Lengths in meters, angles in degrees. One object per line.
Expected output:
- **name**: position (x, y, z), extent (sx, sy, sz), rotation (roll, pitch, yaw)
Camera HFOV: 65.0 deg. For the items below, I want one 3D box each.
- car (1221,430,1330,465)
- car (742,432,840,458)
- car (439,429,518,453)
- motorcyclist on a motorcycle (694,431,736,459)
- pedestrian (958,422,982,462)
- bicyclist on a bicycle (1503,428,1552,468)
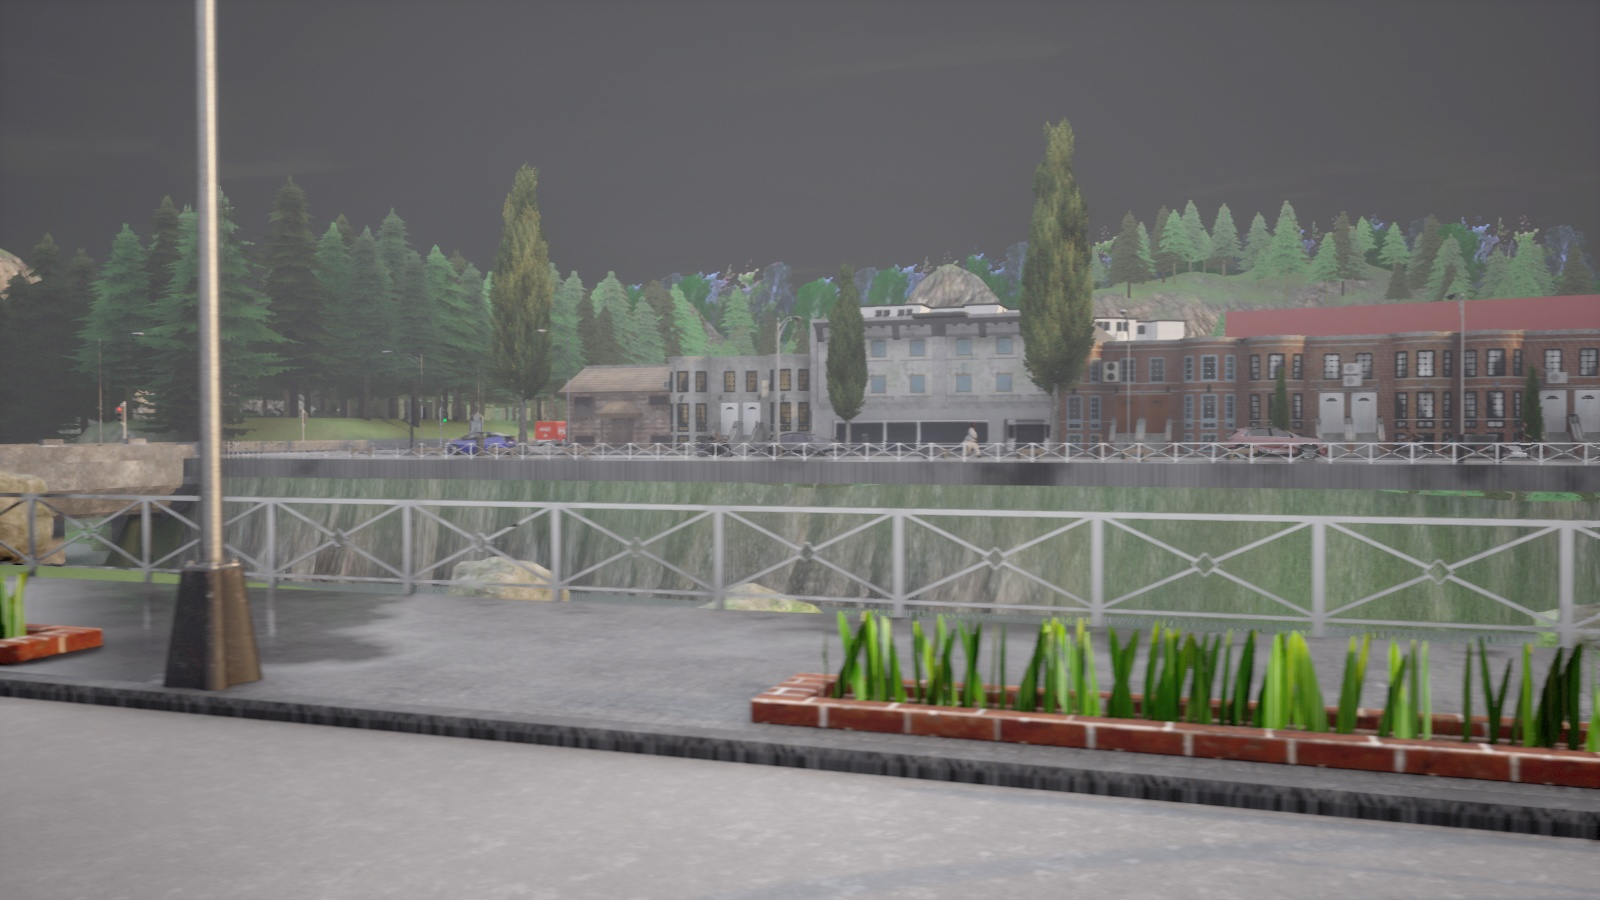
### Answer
- **car**: position (23.031, -0.139, 60.996), extent (4.856, 1.649, 2.033), rotation (1, 1, 19)
- **car**: position (-0.506, -0.308, 73.404), extent (5.357, 1.411, 2.033), rotation (1, 1, 19)
- **car**: position (-20.588, -0.595, 80.375), extent (4.514, 1.525, 2.007), rotation (1, 1, 19)
- **motorcyclist on a motorcycle**: position (-4.774, -0.292, 70.652), extent (2.191, 1.530, 0.866), rotation (1, 1, 19)
- **pedestrian**: position (8.016, -0.385, 59.112), extent (0.900, 1.855, 0.874), rotation (1, 1, 23)
- **bicyclist on a bicycle**: position (33.269, -0.104, 57.442), extent (1.843, 1.776, 0.659), rotation (0, 1, 19)
